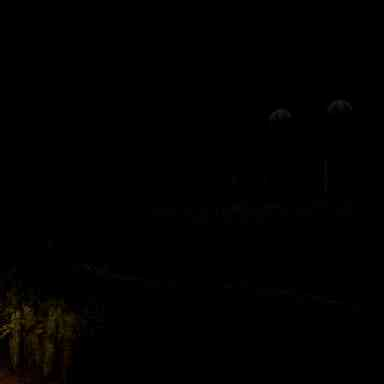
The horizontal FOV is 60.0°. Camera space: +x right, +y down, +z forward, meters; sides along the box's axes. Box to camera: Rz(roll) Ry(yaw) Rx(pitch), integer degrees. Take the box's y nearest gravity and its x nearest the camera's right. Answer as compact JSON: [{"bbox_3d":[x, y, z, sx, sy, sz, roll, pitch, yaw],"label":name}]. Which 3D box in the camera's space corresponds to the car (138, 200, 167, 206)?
[{"bbox_3d":[-5.501,1.794,46.756,1.895,1.301,4.718,0,-1,36],"label":"car"}]
